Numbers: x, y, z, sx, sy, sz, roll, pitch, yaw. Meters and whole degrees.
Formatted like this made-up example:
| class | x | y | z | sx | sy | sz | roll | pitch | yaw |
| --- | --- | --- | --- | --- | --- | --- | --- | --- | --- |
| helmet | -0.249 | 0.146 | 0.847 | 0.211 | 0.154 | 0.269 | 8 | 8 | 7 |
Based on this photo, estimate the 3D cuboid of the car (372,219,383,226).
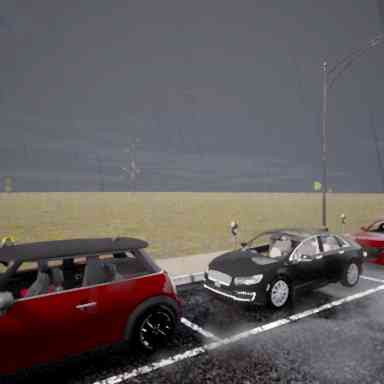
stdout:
| class | x | y | z | sx | sy | sz | roll | pitch | yaw |
| --- | --- | --- | --- | --- | --- | --- | --- | --- | --- |
| car | 6.781 | 1.543 | 10.931 | 4.507 | 1.381 | 1.887 | 0 | 1 | -36 |

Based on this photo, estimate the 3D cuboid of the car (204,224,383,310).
| class | x | y | z | sx | sy | sz | roll | pitch | yaw |
| --- | --- | --- | --- | --- | --- | --- | --- | --- | --- |
| car | 2.275 | 1.550 | 7.714 | 4.403 | 1.369 | 2.008 | 0 | 1 | -36 |

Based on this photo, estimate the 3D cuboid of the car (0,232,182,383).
| class | x | y | z | sx | sy | sz | roll | pitch | yaw |
| --- | --- | --- | --- | --- | --- | --- | --- | --- | --- |
| car | -2.230 | 1.440 | 4.496 | 4.097 | 1.590 | 1.967 | 0 | 1 | -36 |
